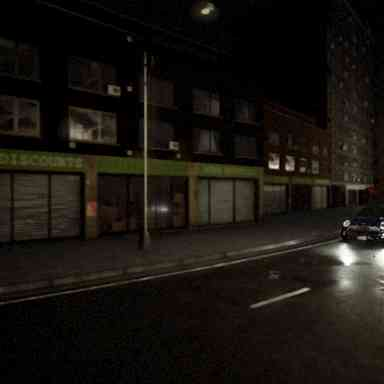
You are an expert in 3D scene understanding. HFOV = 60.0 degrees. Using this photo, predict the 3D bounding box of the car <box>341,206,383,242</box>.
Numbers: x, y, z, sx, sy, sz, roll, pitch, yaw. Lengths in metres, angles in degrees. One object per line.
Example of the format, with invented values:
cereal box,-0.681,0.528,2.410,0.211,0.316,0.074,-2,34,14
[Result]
car,9.161,1.486,16.481,2.097,1.767,4.553,0,0,44
